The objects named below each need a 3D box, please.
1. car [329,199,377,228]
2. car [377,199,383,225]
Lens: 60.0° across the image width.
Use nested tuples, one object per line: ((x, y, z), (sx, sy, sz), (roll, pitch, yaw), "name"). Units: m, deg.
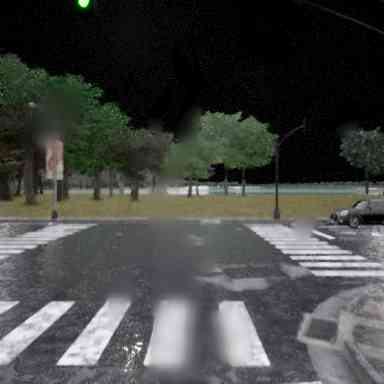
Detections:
((10.911, 1.241, 20.502), (4.553, 1.767, 2.097), (0, 1, 0), "car")
((13.093, 1.139, 17.237), (5.566, 2.045, 2.150), (0, 1, 0), "car")
